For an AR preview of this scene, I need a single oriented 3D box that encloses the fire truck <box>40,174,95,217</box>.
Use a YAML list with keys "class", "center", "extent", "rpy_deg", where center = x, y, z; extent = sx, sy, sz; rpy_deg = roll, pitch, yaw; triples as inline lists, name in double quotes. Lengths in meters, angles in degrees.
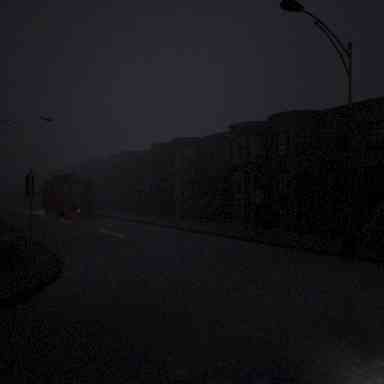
- class: "fire truck"
  center: [-12.270, 0.342, 32.460]
  extent: [2.891, 3.827, 8.468]
  rpy_deg: [0, 0, -35]
